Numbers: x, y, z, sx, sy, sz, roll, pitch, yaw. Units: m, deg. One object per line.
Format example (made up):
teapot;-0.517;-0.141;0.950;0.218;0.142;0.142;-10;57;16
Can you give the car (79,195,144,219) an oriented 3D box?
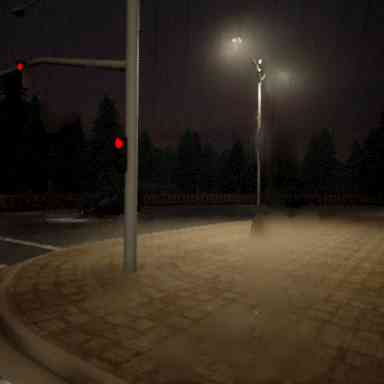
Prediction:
car;-6.231;1.197;25.138;1.812;1.442;4.674;1;1;40

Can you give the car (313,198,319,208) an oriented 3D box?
car;13.864;1.263;42.778;4.892;1.490;1.837;1;0;-15

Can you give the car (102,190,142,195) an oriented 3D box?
car;-6.837;0.847;29.867;2.150;2.045;5.566;1;1;42

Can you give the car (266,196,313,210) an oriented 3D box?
car;10.920;1.238;38.133;5.008;1.535;1.882;1;0;-21
